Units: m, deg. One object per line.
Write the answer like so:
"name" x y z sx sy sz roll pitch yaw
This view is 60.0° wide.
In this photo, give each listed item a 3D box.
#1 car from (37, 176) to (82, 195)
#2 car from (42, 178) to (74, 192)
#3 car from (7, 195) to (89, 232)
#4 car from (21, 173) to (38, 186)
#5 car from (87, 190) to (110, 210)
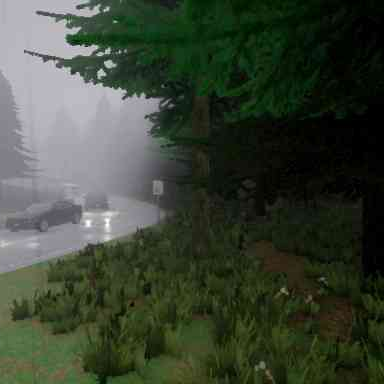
"car" -15.317 -0.734 39.056 5.566 2.045 2.150 7 4 36
"car" -18.323 -0.951 45.380 4.892 1.490 1.837 6 4 38
"car" -8.122 1.226 18.790 1.882 1.535 5.008 0 2 12
"car" -25.641 -2.127 52.452 2.150 2.045 5.566 0 5 -30
"car" -8.318 0.651 28.896 1.837 1.490 4.892 0 5 -19
